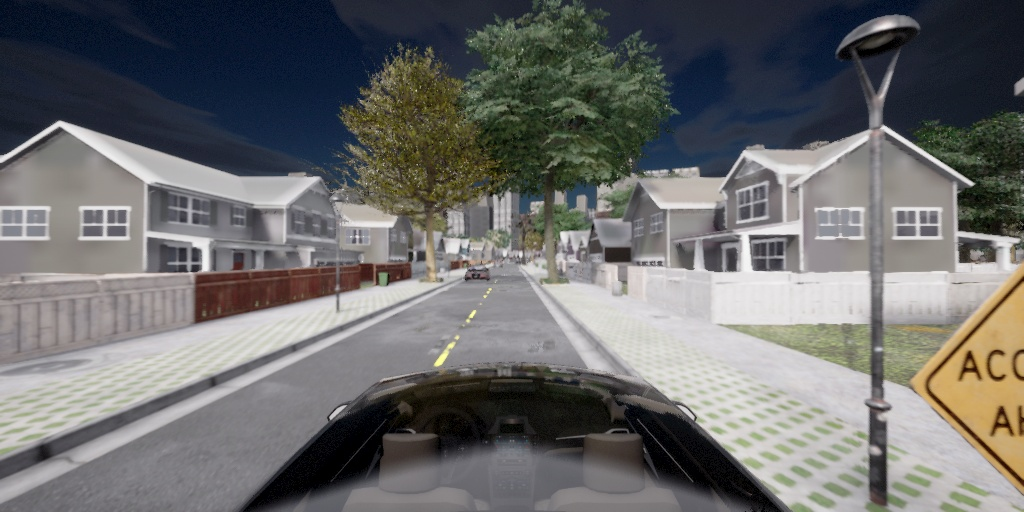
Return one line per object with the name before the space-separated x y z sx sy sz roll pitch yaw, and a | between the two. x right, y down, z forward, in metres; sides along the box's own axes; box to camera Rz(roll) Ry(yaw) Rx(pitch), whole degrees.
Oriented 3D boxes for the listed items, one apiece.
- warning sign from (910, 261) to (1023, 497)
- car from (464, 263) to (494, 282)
warning sign | 2.516 0.865 1.673 1.300 1.860 1.060 0 0 0
car | -2.853 1.454 30.447 1.994 1.385 4.181 0 0 0
